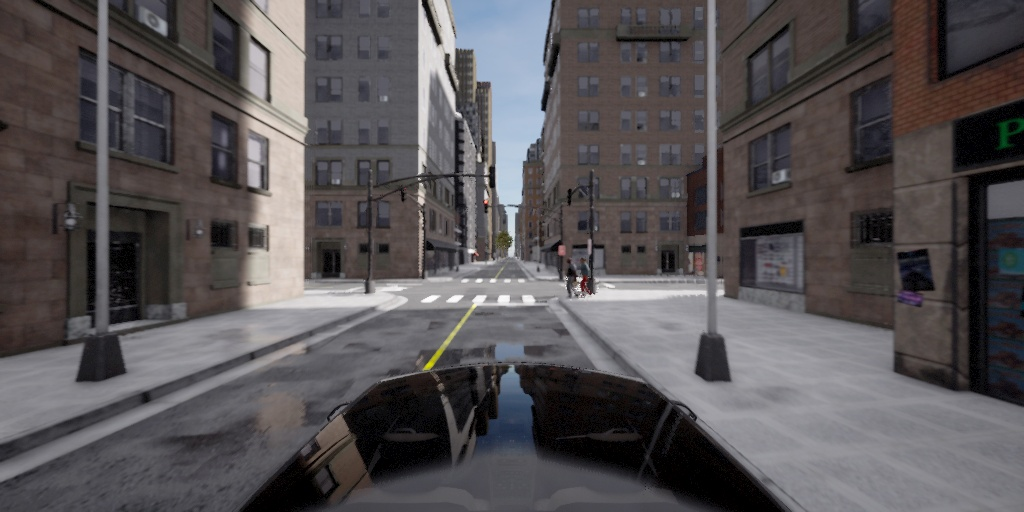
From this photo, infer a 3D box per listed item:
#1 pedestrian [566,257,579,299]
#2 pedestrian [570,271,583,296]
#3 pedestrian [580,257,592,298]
[{"bbox_3d":[2.506,0.884,15.141,0.375,1.860,0.375,0,0,0],"label":"pedestrian"},{"bbox_3d":[2.928,1.263,16.341,0.500,1.100,0.500,0,0,0],"label":"pedestrian"},{"bbox_3d":[3.172,0.884,15.741,0.375,1.860,0.375,0,0,0],"label":"pedestrian"}]
